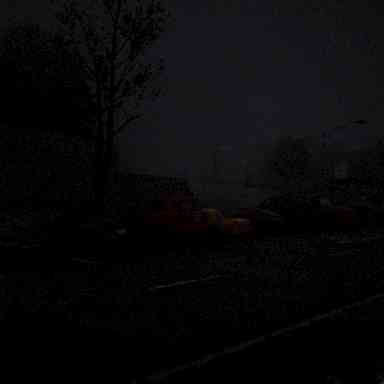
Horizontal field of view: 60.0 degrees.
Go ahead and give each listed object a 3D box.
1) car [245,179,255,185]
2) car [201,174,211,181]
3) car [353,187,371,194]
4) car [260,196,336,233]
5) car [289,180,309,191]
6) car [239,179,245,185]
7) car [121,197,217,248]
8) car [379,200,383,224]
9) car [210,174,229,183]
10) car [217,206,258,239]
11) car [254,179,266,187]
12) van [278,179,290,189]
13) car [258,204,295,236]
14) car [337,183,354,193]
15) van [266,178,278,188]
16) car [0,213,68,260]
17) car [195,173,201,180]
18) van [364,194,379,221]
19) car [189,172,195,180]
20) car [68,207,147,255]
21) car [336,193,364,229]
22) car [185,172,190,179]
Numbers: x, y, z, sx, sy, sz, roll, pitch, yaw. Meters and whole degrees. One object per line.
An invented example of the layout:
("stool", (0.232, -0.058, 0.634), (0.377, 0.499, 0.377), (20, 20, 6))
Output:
("car", (14.192, -2.043, 73.595), (2.002, 1.452, 4.674), (7, 4, 35))
("car", (5.551, -3.698, 85.867), (2.435, 2.045, 5.566), (7, 4, 34))
("car", (27.895, 0.137, 53.787), (2.002, 1.452, 4.674), (7, 3, 35))
("car", (5.385, 1.263, 20.274), (5.566, 2.045, 2.435), (-1, -1, 35))
("car", (21.040, -0.992, 63.677), (2.231, 1.521, 4.892), (7, 3, 35))
("car", (12.462, -2.317, 76.065), (2.002, 1.452, 4.674), (7, 3, 35))
("car", (-1.993, 1.248, 15.096), (5.566, 2.045, 2.435), (-1, -1, 35))
("car", (12.870, 1.403, 25.364), (4.553, 1.767, 2.185), (-1, -1, 36))
("car", (7.392, -3.176, 83.599), (1.946, 1.575, 5.366), (7, 3, 34))
("car", (0.336, 1.503, 16.913), (5.366, 1.575, 1.946), (-1, -1, 35))
("car", (16.013, -1.812, 71.266), (1.946, 1.575, 5.366), (7, 3, 35))
("van", (19.292, -1.490, 66.048), (1.878, 1.987, 4.442), (7, 4, 35))
("car", (2.950, 1.549, 18.528), (4.674, 1.452, 2.002), (-1, -1, 35))
("car", (26.216, -0.426, 56.267), (2.435, 2.045, 5.566), (7, 3, 35))
("van", (17.574, -1.764, 68.527), (1.878, 1.987, 4.442), (7, 4, 35))
("car", (-6.874, 1.493, 11.628), (4.892, 1.521, 2.231), (-1, -1, 35))
("car", (3.769, -3.850, 88.342), (2.185, 1.767, 4.553), (6, 3, 34))
("van", (10.453, 1.297, 23.625), (4.442, 1.987, 1.878), (-1, -1, 35))
("car", (2.051, -4.085, 90.820), (2.185, 1.767, 4.553), (4, 1, 34))
("car", (-4.446, 1.524, 13.363), (4.792, 1.488, 2.163), (-1, -1, 35))
("car", (7.907, 1.267, 21.967), (5.566, 2.045, 2.435), (-1, -1, 35))
("car", (0.290, -4.362, 93.176), (2.435, 2.045, 5.566), (1, -1, 35))
